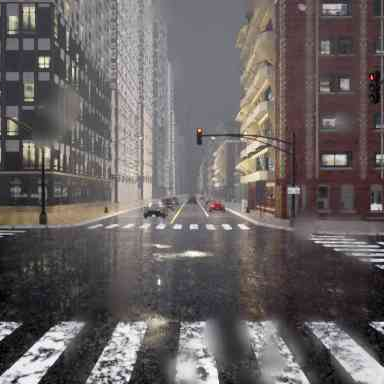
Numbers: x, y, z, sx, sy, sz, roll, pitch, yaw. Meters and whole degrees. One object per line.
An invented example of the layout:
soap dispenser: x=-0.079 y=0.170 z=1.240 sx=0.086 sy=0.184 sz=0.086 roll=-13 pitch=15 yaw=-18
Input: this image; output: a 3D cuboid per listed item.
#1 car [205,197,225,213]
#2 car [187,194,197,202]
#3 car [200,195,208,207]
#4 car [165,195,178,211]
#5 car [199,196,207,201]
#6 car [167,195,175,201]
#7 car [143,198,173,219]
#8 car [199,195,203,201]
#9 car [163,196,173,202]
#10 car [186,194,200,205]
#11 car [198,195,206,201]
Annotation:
car: x=2.732 y=1.591 z=37.165 sx=1.802 sy=1.307 sz=4.206 roll=0 pitch=0 yaw=0
car: x=-0.017 y=1.218 z=69.736 sx=2.097 sy=1.767 sz=4.553 roll=0 pitch=0 yaw=0
car: x=2.678 y=1.567 z=50.082 sx=2.008 sy=1.369 sz=4.403 roll=0 pitch=0 yaw=0
car: x=-3.109 y=1.517 z=41.356 sx=1.837 sy=1.490 sz=4.892 roll=0 pitch=0 yaw=0
car: x=2.669 y=1.626 z=83.974 sx=1.802 sy=1.307 sz=4.206 roll=0 pitch=0 yaw=0
car: x=-5.713 y=1.595 z=89.620 sx=1.887 sy=1.381 sz=4.507 roll=0 pitch=0 yaw=0
car: x=-3.109 y=1.553 z=29.670 sx=2.033 sy=1.411 sz=5.357 roll=0 pitch=0 yaw=0
car: x=2.677 y=1.571 z=55.730 sx=2.008 sy=1.369 sz=4.403 roll=0 pitch=0 yaw=0
car: x=-5.710 y=1.589 z=78.322 sx=2.008 sy=1.369 sz=4.403 roll=0 pitch=0 yaw=0
car: x=-0.015 y=1.549 z=59.763 sx=1.812 sy=1.442 sz=4.674 roll=0 pitch=0 yaw=0
car: x=2.667 y=1.491 z=89.622 sx=1.967 sy=1.590 sz=4.097 roll=0 pitch=0 yaw=0
